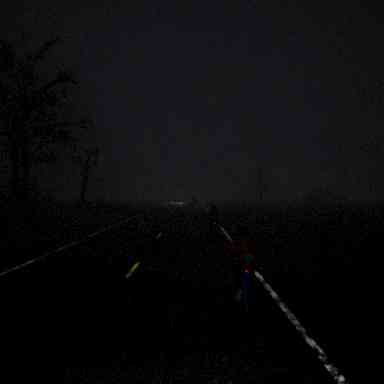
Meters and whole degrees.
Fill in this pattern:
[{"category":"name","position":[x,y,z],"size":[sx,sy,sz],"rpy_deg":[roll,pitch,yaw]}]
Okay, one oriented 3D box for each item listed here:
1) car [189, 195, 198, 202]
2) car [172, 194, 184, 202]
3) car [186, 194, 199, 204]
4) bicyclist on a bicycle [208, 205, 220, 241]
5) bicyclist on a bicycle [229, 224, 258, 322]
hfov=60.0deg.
[{"category":"car","position":[0.272,1.490,73.769],"size":[1.994,1.385,4.181],"rpy_deg":[0,0,0]},{"category":"car","position":[-3.236,1.471,71.399],"size":[1.812,1.442,4.674],"rpy_deg":[0,0,0]},{"category":"car","position":[0.325,1.498,60.906],"size":[2.033,1.411,5.357],"rpy_deg":[0,0,0]},{"category":"bicyclist on a bicycle","position":[1.024,1.441,15.445],"size":[0.582,1.620,1.656],"rpy_deg":[0,0,0]},{"category":"bicyclist on a bicycle","position":[0.991,1.447,6.292],"size":[0.582,1.620,1.656],"rpy_deg":[0,0,0]}]
